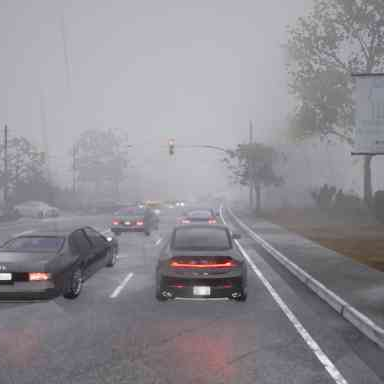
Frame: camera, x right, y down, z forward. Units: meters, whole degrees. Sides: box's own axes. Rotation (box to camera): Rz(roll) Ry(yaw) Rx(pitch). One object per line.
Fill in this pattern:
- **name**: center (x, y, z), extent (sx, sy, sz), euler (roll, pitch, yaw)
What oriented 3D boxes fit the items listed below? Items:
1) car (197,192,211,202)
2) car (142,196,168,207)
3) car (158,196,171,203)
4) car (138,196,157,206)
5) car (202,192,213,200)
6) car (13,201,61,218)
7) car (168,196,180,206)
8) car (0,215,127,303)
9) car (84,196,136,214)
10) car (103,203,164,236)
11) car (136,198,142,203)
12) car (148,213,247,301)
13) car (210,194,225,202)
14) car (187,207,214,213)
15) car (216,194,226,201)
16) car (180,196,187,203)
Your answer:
- **car**: center (2.386, 1.349, 75.775), extent (2.097, 1.767, 4.553), euler (0, 0, 9)
- **car**: center (-4.954, 1.477, 45.365), extent (1.882, 1.535, 5.008), euler (0, 0, 5)
- **car**: center (-5.675, 1.525, 69.075), extent (1.812, 1.442, 4.674), euler (0, 0, 8)
- **car**: center (-7.393, 1.492, 55.908), extent (2.128, 1.511, 4.902), euler (0, 0, 6)
- **car**: center (4.017, 1.075, 85.652), extent (2.150, 2.045, 5.566), euler (0, 0, 10)
- **car**: center (-13.593, 1.525, 29.076), extent (4.674, 1.442, 1.812), euler (0, -1, 26)
- **car**: center (-3.827, 1.564, 56.229), extent (1.994, 1.385, 4.181), euler (0, 0, 7)
- **car**: center (-3.297, 1.547, 8.408), extent (2.033, 1.411, 5.357), euler (0, 0, 1)
- **car**: center (-8.595, 1.506, 34.450), extent (4.892, 1.490, 1.837), euler (0, 1, -7)
- **car**: center (-3.014, 1.547, 18.475), extent (2.033, 1.411, 5.357), euler (0, 0, 2)
- **car**: center (-8.553, 1.352, 44.377), extent (2.097, 1.767, 4.553), euler (0, 0, 5)
- **car**: center (0.214, 1.505, 8.326), extent (1.837, 1.490, 4.892), euler (0, 0, 1)
- **car**: center (5.855, 1.519, 75.310), extent (1.812, 1.442, 4.674), euler (0, 0, 9)
- **car**: center (0.460, 1.526, 17.573), extent (1.812, 1.442, 4.674), euler (0, 0, 4)
- **car**: center (7.533, 1.393, 85.435), extent (2.128, 1.511, 4.902), euler (0, 0, 10)
- **car**: center (-2.119, 1.492, 69.249), extent (2.128, 1.511, 4.902), euler (0, 0, 8)
